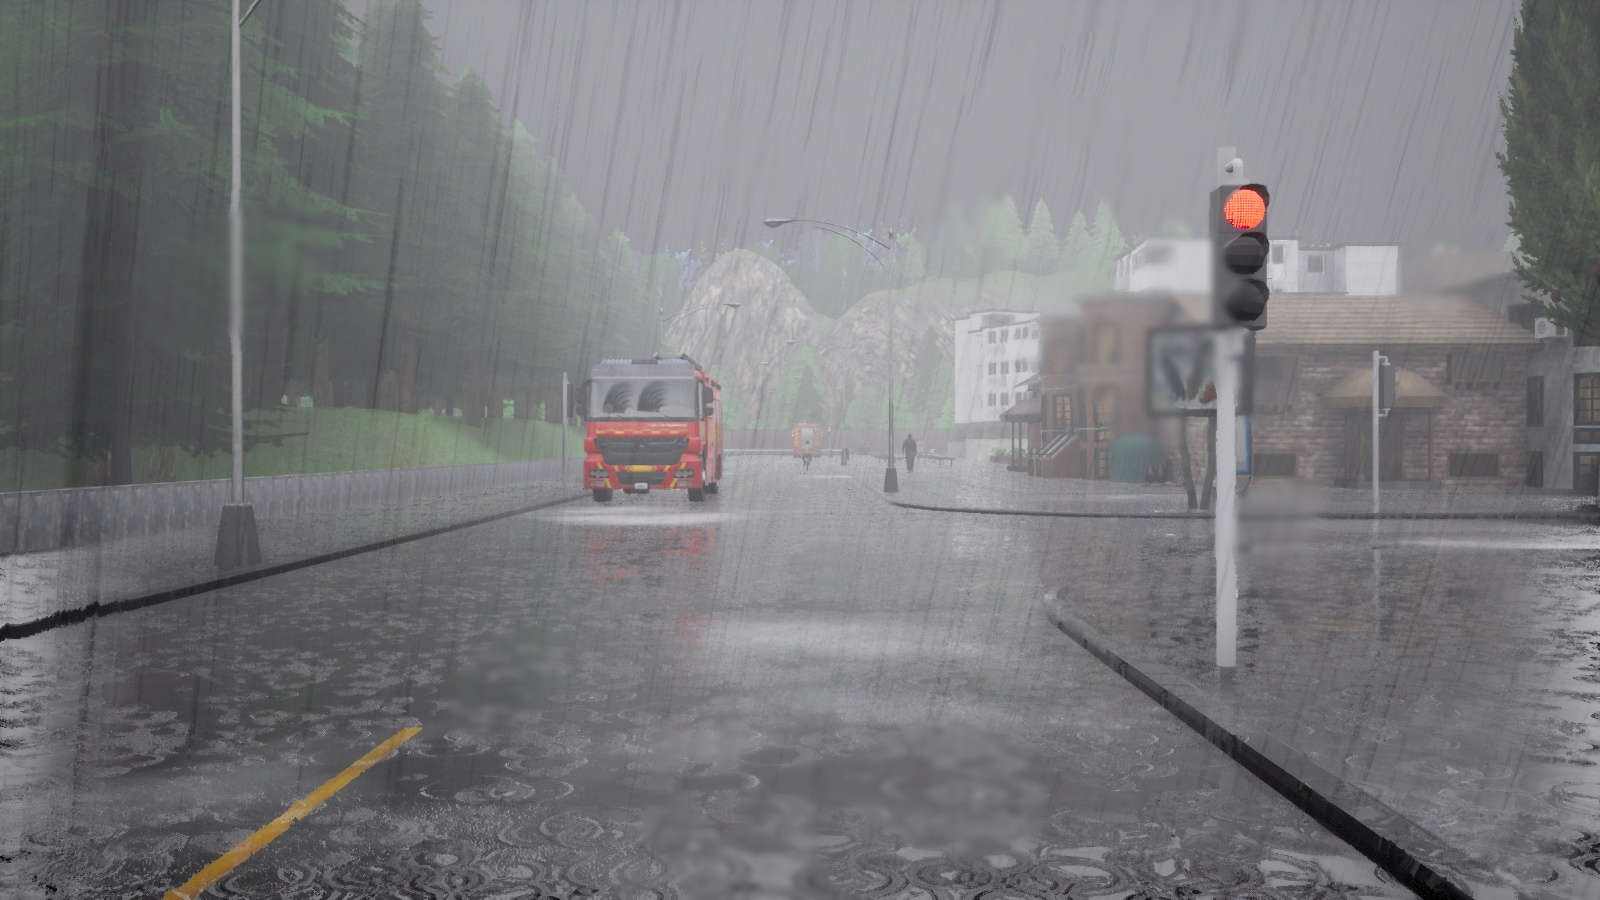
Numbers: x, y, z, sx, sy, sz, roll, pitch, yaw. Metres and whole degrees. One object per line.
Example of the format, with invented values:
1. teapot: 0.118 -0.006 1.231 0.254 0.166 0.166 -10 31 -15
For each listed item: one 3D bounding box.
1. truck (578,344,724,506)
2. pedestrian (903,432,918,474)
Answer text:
1. truck: -3.794 -0.613 34.045 2.891 3.827 8.468 0 0 0
2. pedestrian: 5.046 0.131 57.581 0.563 1.883 0.849 0 0 -3
